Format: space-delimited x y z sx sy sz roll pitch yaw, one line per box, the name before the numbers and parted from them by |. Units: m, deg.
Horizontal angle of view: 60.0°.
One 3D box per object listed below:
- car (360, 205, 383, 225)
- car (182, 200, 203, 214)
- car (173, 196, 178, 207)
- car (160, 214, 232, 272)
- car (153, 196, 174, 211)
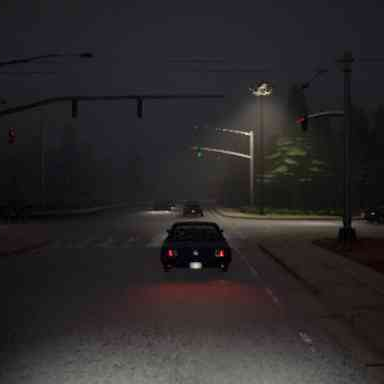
car | 14.772 1.520 24.025 4.902 1.511 2.128 0 0 1
car | 0.100 1.528 31.796 1.812 1.442 4.674 0 0 0
car | -3.542 1.568 49.747 1.994 1.385 4.181 0 0 1
car | 0.102 1.602 10.784 1.895 1.301 4.718 0 0 0
car | -3.587 1.567 40.479 1.994 1.385 4.181 0 0 0
